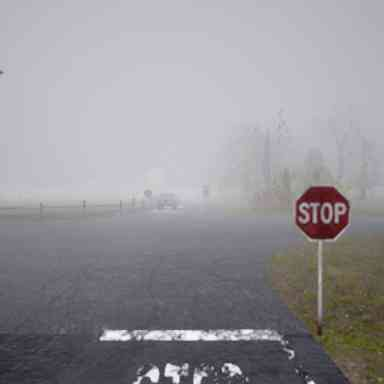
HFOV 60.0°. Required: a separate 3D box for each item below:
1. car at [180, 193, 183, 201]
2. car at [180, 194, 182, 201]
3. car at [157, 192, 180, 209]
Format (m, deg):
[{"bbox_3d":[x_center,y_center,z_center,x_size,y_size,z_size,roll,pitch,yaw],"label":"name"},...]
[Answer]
[{"bbox_3d":[-2.929,1.032,68.671,2.097,1.767,4.553,0,0,0],"label":"car"},{"bbox_3d":[-3.013,1.364,53.670,1.895,1.301,4.718,0,0,0],"label":"car"},{"bbox_3d":[-3.029,1.045,41.469,2.150,2.045,5.566,0,0,0],"label":"car"}]
